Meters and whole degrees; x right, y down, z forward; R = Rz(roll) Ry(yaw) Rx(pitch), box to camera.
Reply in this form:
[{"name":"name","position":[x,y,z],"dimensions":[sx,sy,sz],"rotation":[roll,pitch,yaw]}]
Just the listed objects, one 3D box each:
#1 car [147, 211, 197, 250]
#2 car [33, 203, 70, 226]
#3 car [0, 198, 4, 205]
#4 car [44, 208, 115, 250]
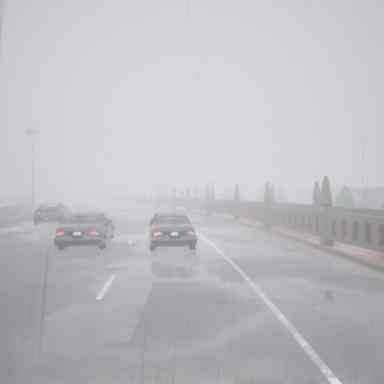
[{"name":"car","position":[-0.957,1.551,14.437],"dimensions":[2.033,1.411,5.357],"rotation":[0,0,-8]},{"name":"car","position":[-9.803,1.505,23.549],"dimensions":[2.128,1.511,4.902],"rotation":[0,0,-13]},{"name":"car","position":[-34.858,1.602,59.217],"dimensions":[1.994,1.385,4.181],"rotation":[0,0,-39]},{"name":"car","position":[-4.488,1.554,14.496],"dimensions":[2.033,1.411,5.357],"rotation":[0,0,-8]}]
